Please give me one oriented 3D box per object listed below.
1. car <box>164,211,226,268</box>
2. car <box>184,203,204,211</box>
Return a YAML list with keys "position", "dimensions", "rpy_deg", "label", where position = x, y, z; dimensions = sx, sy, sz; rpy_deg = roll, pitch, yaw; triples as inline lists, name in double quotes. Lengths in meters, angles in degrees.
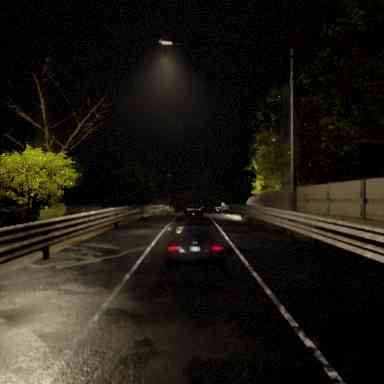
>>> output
- position: [0.092, 1.601, 11.491]
  dimensions: [2.033, 1.411, 5.357]
  rpy_deg: [0, 0, 0]
  label: "car"
- position: [0.194, 1.879, 32.965]
  dimensions: [2.128, 1.511, 4.902]
  rpy_deg: [0, -2, 0]
  label: "car"
